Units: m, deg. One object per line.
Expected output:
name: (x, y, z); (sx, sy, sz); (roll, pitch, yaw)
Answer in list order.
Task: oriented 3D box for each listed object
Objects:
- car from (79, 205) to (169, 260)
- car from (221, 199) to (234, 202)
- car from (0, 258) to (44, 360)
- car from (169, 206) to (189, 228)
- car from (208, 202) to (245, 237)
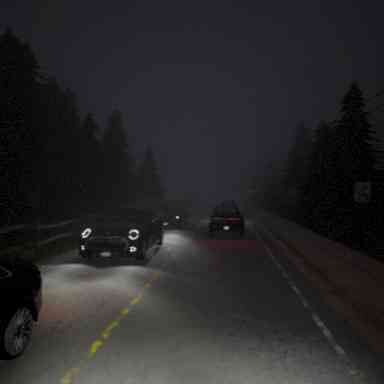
car: (-2.436, 1.349, 12.538); (2.097, 1.767, 4.553); (1, 0, 6)
car: (4.723, 1.615, 43.425); (2.128, 1.511, 4.902); (1, 0, 7)
car: (-3.323, 1.462, 3.177); (2.128, 1.511, 4.902); (1, 0, 4)
car: (-1.378, 1.627, 22.488); (1.895, 1.301, 4.718); (1, 0, 6)
car: (1.945, 1.547, 18.700); (2.128, 1.511, 4.902); (1, 0, 6)
